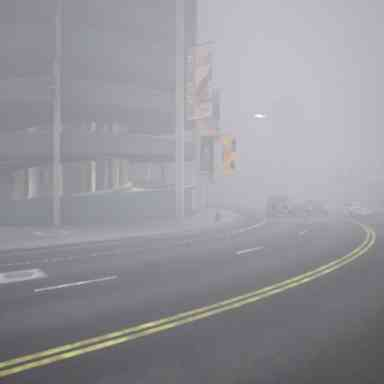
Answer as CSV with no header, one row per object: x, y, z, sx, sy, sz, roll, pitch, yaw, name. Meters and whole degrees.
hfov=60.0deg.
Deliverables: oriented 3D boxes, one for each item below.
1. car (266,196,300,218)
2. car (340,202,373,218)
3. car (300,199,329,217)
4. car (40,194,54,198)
8.759,1.401,33.095,2.150,2.045,5.566,0,0,5,car
15.713,1.702,31.895,1.812,1.442,4.674,0,0,8,car
12.172,1.537,33.822,2.097,1.767,4.553,0,0,3,car
-25.440,1.326,58.274,2.435,2.045,5.566,0,0,-37,car
